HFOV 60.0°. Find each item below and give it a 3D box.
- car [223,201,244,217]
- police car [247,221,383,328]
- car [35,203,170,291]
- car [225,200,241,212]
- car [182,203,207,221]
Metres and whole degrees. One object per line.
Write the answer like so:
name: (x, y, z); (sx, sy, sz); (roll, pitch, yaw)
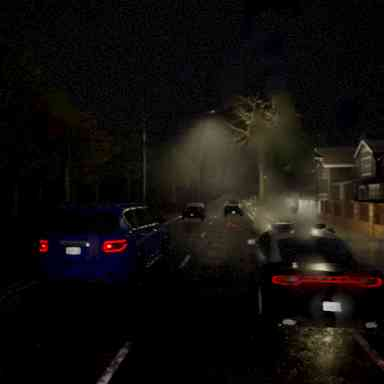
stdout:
car: (4.275, 1.716, 34.314); (1.837, 1.490, 4.892); (-1, 0, 7)
police car: (2.308, 1.457, 7.352); (1.930, 1.638, 5.238); (-1, 0, 7)
car: (-2.105, 1.303, 9.443); (2.150, 2.045, 5.566); (-1, 0, 7)
car: (5.457, 1.842, 44.661); (1.994, 1.385, 4.181); (0, 0, 6)
car: (0.276, 1.701, 29.924); (2.128, 1.511, 4.902); (-1, 0, 7)
